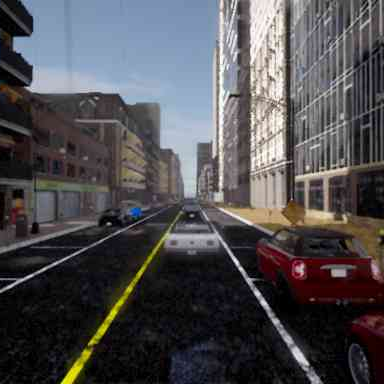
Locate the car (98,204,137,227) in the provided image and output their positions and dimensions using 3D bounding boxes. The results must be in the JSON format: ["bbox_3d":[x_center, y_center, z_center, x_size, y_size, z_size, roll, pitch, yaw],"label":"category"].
[{"bbox_3d":[-5.692,1.834,24.969,1.947,1.339,4.313,0,-1,0],"label":"car"}]

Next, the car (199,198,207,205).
[{"bbox_3d":[2.686,2.334,81.453,1.967,1.590,4.097,0,-1,0],"label":"car"}]

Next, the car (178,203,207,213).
[{"bbox_3d":[0.023,1.869,28.338,1.994,1.385,4.181,0,-1,0],"label":"car"}]

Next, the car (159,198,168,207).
[{"bbox_3d":[-5.693,2.220,58.858,1.802,1.307,4.206,0,-1,0],"label":"car"}]

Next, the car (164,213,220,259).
[{"bbox_3d":[0.020,1.744,13.250,1.895,1.301,4.718,0,-1,0],"label":"car"}]

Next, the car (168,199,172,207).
[{"bbox_3d":[-5.694,2.017,64.510,2.192,1.841,5.009,0,-1,0],"label":"car"}]

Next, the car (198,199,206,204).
[{"bbox_3d":[2.685,2.510,87.101,2.008,1.369,4.403,0,-1,0],"label":"car"}]

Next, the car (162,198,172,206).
[{"bbox_3d":[-5.694,2.270,75.805,1.967,1.590,4.097,0,-1,0],"label":"car"}]

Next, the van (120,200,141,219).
[{"bbox_3d":[-5.691,1.670,30.620,1.690,1.788,3.998,0,-1,0],"label":"van"}]

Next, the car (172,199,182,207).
[{"bbox_3d":[-3.012,2.258,65.322,2.033,1.411,5.357,0,-1,0],"label":"car"}]

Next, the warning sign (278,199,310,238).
[{"bbox_3d":[5.067,1.294,16.619,1.300,1.860,1.060,0,-1,0],"label":"warning sign"}]

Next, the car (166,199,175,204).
[{"bbox_3d":[-5.695,2.509,87.099,2.008,1.369,4.403,0,-1,0],"label":"car"}]

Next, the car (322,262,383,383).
[{"bbox_3d":[2.690,1.609,2.377,1.802,1.307,4.206,0,-1,0],"label":"car"}]

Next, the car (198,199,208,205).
[{"bbox_3d":[2.686,2.357,75.974,1.752,1.417,4.829,0,-1,0],"label":"car"}]

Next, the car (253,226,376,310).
[{"bbox_3d":[2.690,1.527,8.026,1.967,1.590,4.097,0,-1,0],"label":"car"}]

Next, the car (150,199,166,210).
[{"bbox_3d":[-5.693,2.156,53.210,1.802,1.307,4.206,0,-1,0],"label":"car"}]
